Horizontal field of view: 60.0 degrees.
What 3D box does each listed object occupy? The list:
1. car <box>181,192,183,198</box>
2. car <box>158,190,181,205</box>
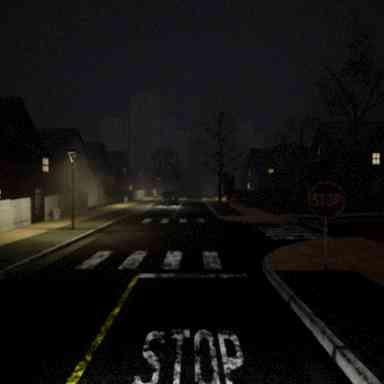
[{"bbox_3d":[-2.750,0.442,63.964,1.812,1.442,4.674,0,1,0],"label":"car"},{"bbox_3d":[-2.841,0.666,40.316,2.097,1.767,4.553,0,1,0],"label":"car"}]
